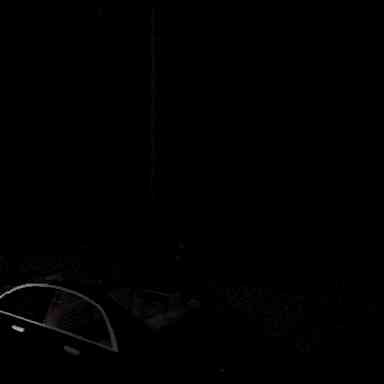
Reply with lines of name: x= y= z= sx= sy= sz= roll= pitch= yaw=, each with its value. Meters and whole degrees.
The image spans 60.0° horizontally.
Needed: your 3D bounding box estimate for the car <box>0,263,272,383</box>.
car: x=-1.275 y=1.557 z=3.989 sx=4.403 sy=1.369 sz=2.008 roll=0 pitch=0 yaw=36
